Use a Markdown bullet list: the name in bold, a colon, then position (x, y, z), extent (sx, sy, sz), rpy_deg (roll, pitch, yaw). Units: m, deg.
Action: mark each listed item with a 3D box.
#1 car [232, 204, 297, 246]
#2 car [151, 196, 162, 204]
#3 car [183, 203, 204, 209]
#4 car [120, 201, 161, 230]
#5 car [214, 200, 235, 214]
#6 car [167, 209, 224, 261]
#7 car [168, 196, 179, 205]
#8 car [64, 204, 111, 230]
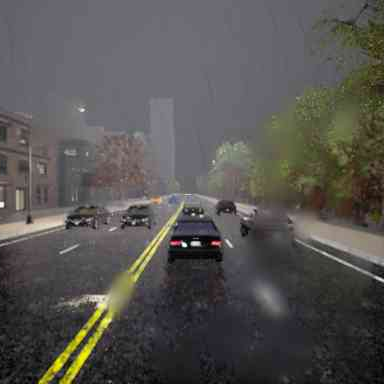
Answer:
- **car**: position (3.356, 1.516, 15.360), extent (2.128, 1.511, 4.902), rpy_deg (0, 0, 0)
- **car**: position (-6.705, 1.577, 62.961), extent (1.882, 1.535, 5.008), rpy_deg (0, 0, 0)
- **car**: position (0.111, 1.649, 30.932), extent (1.895, 1.301, 4.718), rpy_deg (0, 0, 0)
- **car**: position (-3.341, 1.539, 21.448), extent (1.837, 1.490, 4.892), rpy_deg (0, 0, 0)
- **car**: position (3.362, 1.531, 33.750), extent (1.882, 1.535, 5.008), rpy_deg (0, 0, 0)
- **car**: position (0.105, 1.567, 12.257), extent (2.033, 1.411, 5.357), rpy_deg (0, 0, 0)
- **car**: position (-3.455, 1.577, 63.013), extent (1.882, 1.535, 5.008), rpy_deg (0, 0, 0)
- **car**: position (-6.591, 1.539, 21.440), extent (1.837, 1.490, 4.892), rpy_deg (0, 0, 0)
